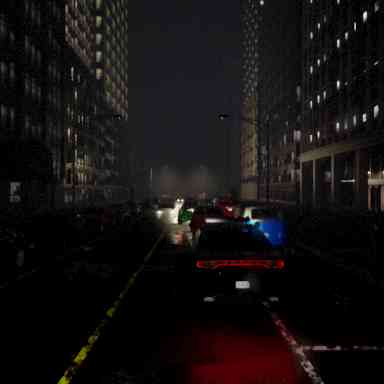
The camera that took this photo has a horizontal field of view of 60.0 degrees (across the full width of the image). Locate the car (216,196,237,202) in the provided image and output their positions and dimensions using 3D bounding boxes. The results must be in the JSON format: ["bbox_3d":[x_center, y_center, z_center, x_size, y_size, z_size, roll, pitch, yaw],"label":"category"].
[{"bbox_3d":[2.620,1.303,25.325,2.192,1.841,5.009,-1,0,0],"label":"car"}]

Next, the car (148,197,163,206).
[{"bbox_3d":[-5.826,1.524,53.723,2.008,1.369,4.403,-1,0,0],"label":"car"}]

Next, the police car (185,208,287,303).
[{"bbox_3d":[0.880,1.421,8.410,1.930,1.638,5.238,0,0,0],"label":"police car"}]

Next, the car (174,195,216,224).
[{"bbox_3d":[0.325,1.340,24.395,2.097,1.767,4.553,0,0,8],"label":"car"}]

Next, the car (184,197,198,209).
[{"bbox_3d":[-0.086,1.503,46.325,1.812,1.442,4.674,0,0,0],"label":"car"}]

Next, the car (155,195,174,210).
[{"bbox_3d":[-3.177,1.457,42.069,1.882,1.535,5.008,0,0,0],"label":"car"}]

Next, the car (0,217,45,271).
[{"bbox_3d":[-5.717,1.547,8.254,2.008,1.369,4.403,-1,0,0],"label":"car"}]

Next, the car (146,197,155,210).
[{"bbox_3d":[-5.799,1.530,42.356,2.008,1.369,4.403,-1,0,0],"label":"car"}]

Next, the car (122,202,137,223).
[{"bbox_3d":[-5.759,1.538,25.305,2.008,1.369,4.403,-1,0,0],"label":"car"}]

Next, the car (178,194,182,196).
[{"bbox_3d":[-3.222,1.442,92.998,2.128,1.511,4.902,0,0,0],"label":"car"}]

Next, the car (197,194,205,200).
[{"bbox_3d":[2.458,1.390,93.529,1.967,1.590,4.097,-1,0,0],"label":"car"}]

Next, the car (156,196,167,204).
[{"bbox_3d":[-5.853,1.549,65.091,1.802,1.307,4.206,-1,0,0],"label":"car"}]

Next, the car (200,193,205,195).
[{"bbox_3d":[2.497,1.275,76.478,2.192,1.841,5.009,-1,0,0],"label":"car"}]

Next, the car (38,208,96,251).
[{"bbox_3d":[-5.731,1.559,13.938,1.947,1.339,4.313,-1,0,0],"label":"car"}]

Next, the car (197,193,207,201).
[{"bbox_3d":[2.484,1.272,82.162,2.192,1.841,5.009,-1,0,0],"label":"car"}]

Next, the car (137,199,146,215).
[{"bbox_3d":[-5.771,1.567,30.989,1.802,1.307,4.206,-1,0,0],"label":"car"}]

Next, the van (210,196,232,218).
[{"bbox_3d":[2.607,1.326,31.009,1.690,1.788,3.998,-1,0,0],"label":"van"}]

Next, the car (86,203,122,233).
[{"bbox_3d":[-5.744,1.535,19.622,1.887,1.381,4.507,-1,0,0],"label":"car"}]

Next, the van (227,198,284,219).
[{"bbox_3d":[2.648,1.334,13.958,1.690,1.788,3.998,-1,0,0],"label":"van"}]

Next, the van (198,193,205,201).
[{"bbox_3d":[2.471,1.294,87.845,1.690,1.788,3.998,-1,0,0],"label":"van"}]

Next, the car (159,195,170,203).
[{"bbox_3d":[-5.868,1.404,70.774,1.967,1.590,4.097,-1,0,0],"label":"car"}]

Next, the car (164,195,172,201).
[{"bbox_3d":[-5.894,1.482,81.972,1.752,1.417,4.829,-1,0,0],"label":"car"}]

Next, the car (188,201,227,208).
[{"bbox_3d":[0.856,1.469,18.300,1.882,1.535,5.008,0,0,0],"label":"car"}]

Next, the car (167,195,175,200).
[{"bbox_3d":[-5.922,1.515,93.509,1.947,1.339,4.313,-1,0,0],"label":"car"}]
